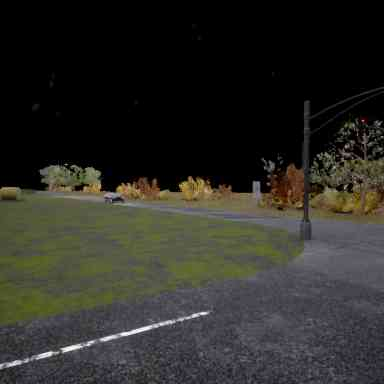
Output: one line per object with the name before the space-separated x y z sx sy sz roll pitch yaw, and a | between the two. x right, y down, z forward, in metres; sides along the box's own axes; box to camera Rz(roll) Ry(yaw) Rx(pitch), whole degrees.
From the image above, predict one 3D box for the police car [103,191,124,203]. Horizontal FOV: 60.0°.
police car | -11.663 0.744 49.702 1.930 1.638 5.238 1 0 -32
